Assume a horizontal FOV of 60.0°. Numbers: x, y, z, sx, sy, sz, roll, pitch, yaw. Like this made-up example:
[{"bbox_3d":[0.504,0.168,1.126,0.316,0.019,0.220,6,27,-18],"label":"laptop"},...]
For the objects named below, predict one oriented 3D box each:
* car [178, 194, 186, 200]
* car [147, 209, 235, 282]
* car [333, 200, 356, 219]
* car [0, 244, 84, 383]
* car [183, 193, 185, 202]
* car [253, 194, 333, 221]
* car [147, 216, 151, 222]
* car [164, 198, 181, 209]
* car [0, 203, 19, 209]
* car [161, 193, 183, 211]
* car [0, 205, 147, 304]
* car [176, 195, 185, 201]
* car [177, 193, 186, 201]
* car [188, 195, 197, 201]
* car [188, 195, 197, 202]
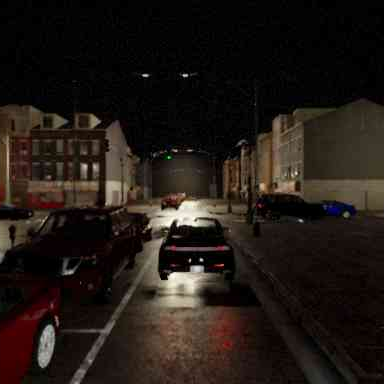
[{"bbox_3d":[-2.613,1.335,88.958,1.967,1.590,4.097,0,0,0],"label":"car"},{"bbox_3d":[0.106,1.470,9.715,2.128,1.511,4.902,0,0,0],"label":"car"},{"bbox_3d":[11.357,1.428,28.477,5.008,1.535,1.882,0,1,0],"label":"car"},{"bbox_3d":[-2.642,1.538,2.839,1.887,1.381,4.507,0,0,0],"label":"car"},{"bbox_3d":[-2.627,1.229,50.970,2.192,1.841,5.009,0,0,0],"label":"car"},{"bbox_3d":[7.639,1.189,26.052,5.566,2.045,2.150,0,0,-2],"label":"car"},{"bbox_3d":[-2.638,1.515,13.707,1.887,1.381,4.507,0,0,0],"label":"car"},{"bbox_3d":[-2.627,1.486,45.542,1.947,1.339,4.313,0,0,0],"label":"car"},{"bbox_3d":[-14.444,1.514,25.579,4.181,1.385,1.994,0,1,0],"label":"car"},{"bbox_3d":[-2.631,1.242,40.116,2.192,1.841,5.009,0,0,0],"label":"car"},{"bbox_3d":[-2.642,1.297,8.272,2.192,1.841,5.009,0,0,0],"label":"car"},{"bbox_3d":[-2.615,1.464,78.105,1.947,1.339,4.313,0,0,0],"label":"car"},{"bbox_3d":[-2.615,1.211,83.531,2.192,1.841,5.009,0,0,0],"label":"car"},{"bbox_3d":[0.030,1.422,80.936,2.128,1.511,4.902,0,0,0],"label":"car"},{"bbox_3d":[0.026,1.379,70.487,1.882,1.535,5.008,0,0,0],"label":"car"}]
